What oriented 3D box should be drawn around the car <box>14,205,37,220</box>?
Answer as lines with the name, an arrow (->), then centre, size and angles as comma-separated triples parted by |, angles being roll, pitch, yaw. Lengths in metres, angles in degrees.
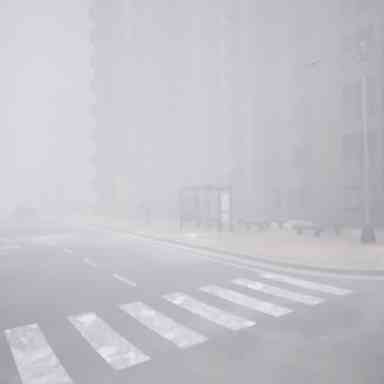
car -> -18.273, 2.155, 36.407 | 1.882, 1.535, 5.008 | -1, 0, -34

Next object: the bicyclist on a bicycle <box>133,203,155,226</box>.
bicyclist on a bicycle -> -3.338, 1.563, 23.076 | 1.656, 1.620, 0.582 | -1, 0, -34
